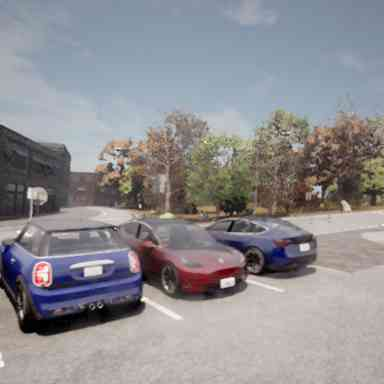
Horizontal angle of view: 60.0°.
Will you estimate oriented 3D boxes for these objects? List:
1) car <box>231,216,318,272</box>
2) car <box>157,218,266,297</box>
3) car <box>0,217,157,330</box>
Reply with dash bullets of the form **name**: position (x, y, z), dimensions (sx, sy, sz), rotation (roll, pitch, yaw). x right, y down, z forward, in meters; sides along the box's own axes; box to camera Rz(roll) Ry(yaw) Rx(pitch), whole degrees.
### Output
- **car**: position (1.605, 1.495, 10.621), dimensions (2.163, 1.488, 4.792), rotation (0, 0, -35)
- **car**: position (-0.628, 1.503, 8.958), dimensions (2.163, 1.488, 4.792), rotation (0, 0, -35)
- **car**: position (-2.896, 1.354, 7.340), dimensions (2.185, 1.767, 4.553), rotation (0, 0, -35)
